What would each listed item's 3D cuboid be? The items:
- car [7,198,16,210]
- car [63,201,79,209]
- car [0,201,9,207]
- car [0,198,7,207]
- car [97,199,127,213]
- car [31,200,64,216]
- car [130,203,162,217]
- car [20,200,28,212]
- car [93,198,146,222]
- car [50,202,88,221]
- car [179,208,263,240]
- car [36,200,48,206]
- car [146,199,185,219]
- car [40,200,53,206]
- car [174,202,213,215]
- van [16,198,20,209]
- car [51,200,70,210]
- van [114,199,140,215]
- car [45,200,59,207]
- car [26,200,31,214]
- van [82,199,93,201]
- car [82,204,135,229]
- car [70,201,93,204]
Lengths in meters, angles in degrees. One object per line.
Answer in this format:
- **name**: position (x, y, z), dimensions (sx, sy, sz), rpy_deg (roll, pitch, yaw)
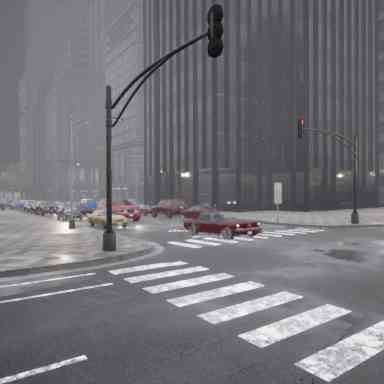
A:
- **car**: position (-31.880, 2.353, 60.550), dimensions (1.967, 1.590, 4.097), rpy_deg (-1, 0, -35)
- **car**: position (-22.623, 2.406, 62.238), dimensions (1.802, 1.307, 4.206), rpy_deg (-1, 0, -35)
- **car**: position (-44.320, 2.770, 78.096), dimensions (1.802, 1.307, 4.206), rpy_deg (-1, 0, -35)
- **car**: position (-41.210, 2.666, 73.710), dimensions (1.887, 1.381, 4.507), rpy_deg (-1, 0, -35)
- **car**: position (-11.133, 1.875, 46.072), dimensions (2.192, 1.841, 5.009), rpy_deg (-1, 0, -35)
- **car**: position (-17.649, 1.900, 40.478), dimensions (2.192, 1.841, 5.009), rpy_deg (-1, 0, -35)
- **car**: position (-5.251, 2.004, 37.766), dimensions (1.802, 1.307, 4.206), rpy_deg (-1, 0, -35)
- **car**: position (-23.298, 2.156, 48.448), dimensions (1.967, 1.590, 4.097), rpy_deg (-1, 0, -35)
- **car**: position (-6.543, 1.588, 29.446), dimensions (2.150, 2.045, 5.566), rpy_deg (0, -1, -35)
- **car**: position (-11.991, 2.004, 32.506), dimensions (2.008, 1.369, 4.403), rpy_deg (-1, 0, -35)
- **car**: position (1.544, 1.752, 18.036), dimensions (1.895, 1.301, 4.718), rpy_deg (-1, -1, -35)
- **car**: position (-37.670, 2.709, 83.456), dimensions (2.008, 1.369, 4.403), rpy_deg (-1, 0, -35)
- **car**: position (-2.319, 1.668, 33.613), dimensions (2.192, 1.841, 5.009), rpy_deg (-1, 0, -35)
- **car**: position (-34.660, 2.660, 79.213), dimensions (1.947, 1.339, 4.313), rpy_deg (-1, 0, -35)
- **car**: position (0.624, 1.828, 29.460), dimensions (1.887, 1.381, 4.507), rpy_deg (-1, 0, -35)
- **van**: position (-26.126, 2.122, 52.434), dimensions (1.690, 1.788, 3.998), rpy_deg (-1, 0, -35)
- **car**: position (-22.986, 2.270, 57.990), dimensions (1.882, 1.535, 5.008), rpy_deg (0, -1, -35)
- **van**: position (-8.195, 1.832, 41.919), dimensions (1.690, 1.788, 3.998), rpy_deg (-1, 0, -35)
- **car**: position (-31.650, 2.594, 74.968), dimensions (1.947, 1.339, 4.313), rpy_deg (-1, 0, -35)
- **car**: position (-20.470, 2.195, 44.463), dimensions (1.887, 1.381, 4.507), rpy_deg (-1, 0, -35)
- **van**: position (-17.008, 2.037, 54.378), dimensions (1.690, 1.788, 3.998), rpy_deg (-1, 0, -35)
- **car**: position (-6.240, 1.843, 24.397), dimensions (1.752, 1.417, 4.829), rpy_deg (-1, 0, -35)
- **car**: position (-12.855, 2.061, 38.355), dimensions (2.033, 1.411, 5.357), rpy_deg (0, -1, -35)
